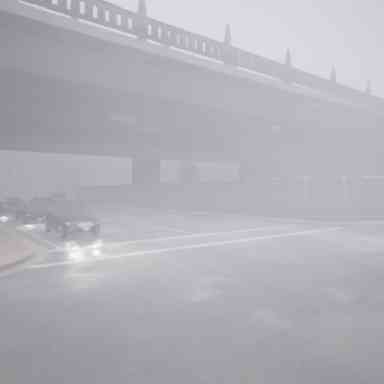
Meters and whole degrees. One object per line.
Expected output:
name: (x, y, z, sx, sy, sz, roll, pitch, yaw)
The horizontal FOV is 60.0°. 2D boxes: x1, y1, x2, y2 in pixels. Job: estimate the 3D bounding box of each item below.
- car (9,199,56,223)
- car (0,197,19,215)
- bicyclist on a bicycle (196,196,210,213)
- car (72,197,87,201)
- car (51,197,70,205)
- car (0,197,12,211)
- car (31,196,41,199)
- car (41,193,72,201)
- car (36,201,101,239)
car: (-12.203, 1.513, 25.391, 2.033, 1.411, 5.357, 0, 0, -36)
car: (-18.013, 1.315, 33.263, 2.097, 1.767, 4.553, 0, 0, -36)
bicyclist on a bicycle: (1.064, 1.186, 31.807, 1.656, 1.620, 0.582, -1, 0, -36)
car: (-16.989, 1.465, 49.783, 1.994, 1.385, 4.181, 0, 0, -36)
car: (-22.732, 1.500, 57.455, 1.895, 1.301, 4.718, 0, 0, -36)
car: (-23.921, 1.452, 41.300, 2.128, 1.511, 4.902, 0, 0, -36)
car: (-25.529, 1.396, 55.349, 1.882, 1.535, 5.008, 0, 0, -36)
car: (-19.169, 1.142, 46.826, 2.150, 2.045, 5.566, 0, 0, -36)
car: (-6.405, 1.459, 17.552, 2.128, 1.511, 4.902, 0, 0, -36)
